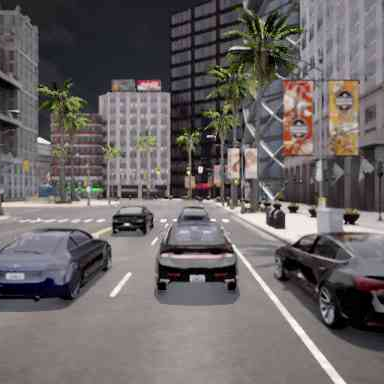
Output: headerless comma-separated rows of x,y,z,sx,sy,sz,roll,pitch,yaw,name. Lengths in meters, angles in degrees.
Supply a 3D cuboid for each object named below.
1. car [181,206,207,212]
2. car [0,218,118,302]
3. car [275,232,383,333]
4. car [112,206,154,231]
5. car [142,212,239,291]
0.104,1.574,19.173,1.837,1.490,4.892,0,0,0,car
-3.396,1.593,8.396,1.994,1.385,4.181,0,0,0,car
3.193,1.538,6.995,2.161,1.482,4.786,0,0,-1,car
-3.395,1.547,19.843,1.882,1.535,5.008,0,0,0,car
0.102,1.524,9.093,2.128,1.511,4.902,0,0,0,car
